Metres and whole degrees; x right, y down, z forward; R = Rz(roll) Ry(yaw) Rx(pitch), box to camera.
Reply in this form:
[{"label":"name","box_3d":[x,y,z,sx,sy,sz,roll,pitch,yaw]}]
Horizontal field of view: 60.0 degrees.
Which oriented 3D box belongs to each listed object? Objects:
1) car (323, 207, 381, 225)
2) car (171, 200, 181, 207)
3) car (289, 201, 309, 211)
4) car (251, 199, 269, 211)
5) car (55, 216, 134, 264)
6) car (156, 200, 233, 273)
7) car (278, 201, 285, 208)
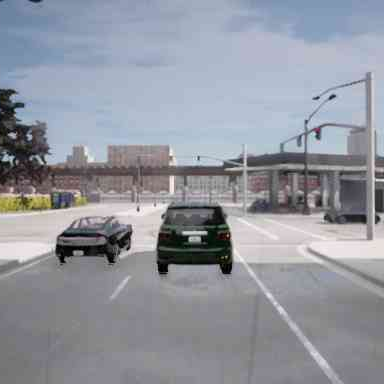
[{"label":"car","box_3d":[12.976,1.898,27.107,4.181,1.385,1.994,0,-1,-1]},{"label":"car","box_3d":[-3.540,2.456,72.506,1.994,1.385,4.181,0,-1,0]},{"label":"car","box_3d":[15.428,2.049,48.018,1.970,1.475,3.806,0,-1,0]},{"label":"car","box_3d":[9.683,1.880,47.255,2.242,1.667,4.611,0,-1,0]},{"label":"car","box_3d":[-3.415,1.650,12.434,2.128,1.511,4.902,0,-1,0]},{"label":"car","box_3d":[0.097,1.361,11.261,2.150,2.045,5.566,0,-1,1]},{"label":"car","box_3d":[18.855,2.415,65.897,4.718,1.301,1.895,0,-1,-27]}]
